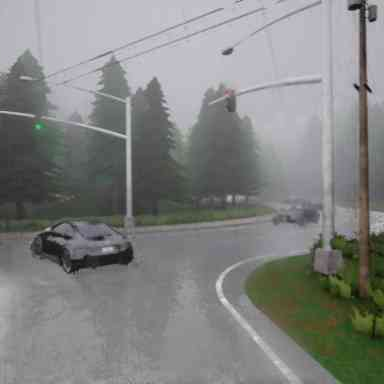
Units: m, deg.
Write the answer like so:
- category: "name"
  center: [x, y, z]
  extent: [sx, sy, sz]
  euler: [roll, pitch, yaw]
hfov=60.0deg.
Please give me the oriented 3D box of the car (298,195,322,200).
- category: "car"
  center: [13.717, 1.424, 37.251]
  extent: [2.033, 1.411, 5.357]
  euler: [-1, 0, 7]

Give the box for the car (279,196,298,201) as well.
- category: "car"
  center: [16.750, 1.341, 56.886]
  extent: [1.882, 1.535, 5.008]
  euler: [-1, 0, -19]

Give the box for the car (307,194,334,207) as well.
- category: "car"
  center: [18.125, 1.195, 47.180]
  extent: [2.097, 1.767, 4.553]
  euler: [-1, 0, 1]

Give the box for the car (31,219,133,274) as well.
- category: "car"
  center: [-3.687, 1.594, 10.890]
  extent: [1.994, 1.385, 4.181]
  euler: [0, 0, -41]

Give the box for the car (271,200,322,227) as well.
- category: "car"
  center: [7.023, 1.490, 22.447]
  extent: [1.994, 1.385, 4.181]
  euler: [-1, 0, 39]
